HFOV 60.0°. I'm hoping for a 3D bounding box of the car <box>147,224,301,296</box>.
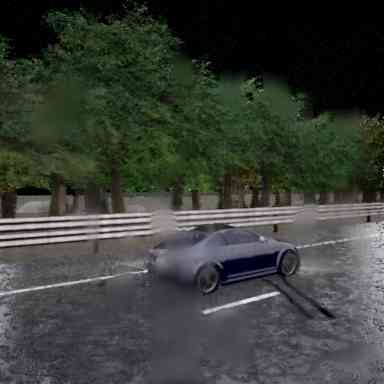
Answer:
[{"bbox_3d":[0.944,1.553,8.720,4.181,1.385,1.994,0,0,-35],"label":"car"}]
